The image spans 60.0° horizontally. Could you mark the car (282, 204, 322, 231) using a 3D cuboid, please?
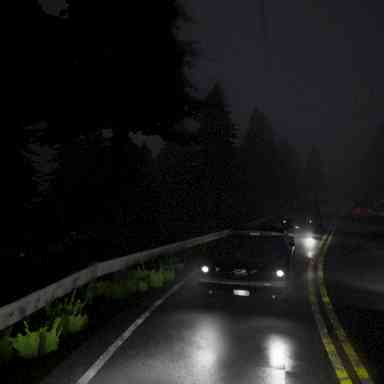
[{"bbox_3d":[6.733,1.461,20.062,2.033,1.411,5.357,-2,0,26],"label":"car"}]

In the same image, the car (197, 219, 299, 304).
[{"bbox_3d":[1.620,1.599,8.435,1.895,1.301,4.718,-1,0,18],"label":"car"}]

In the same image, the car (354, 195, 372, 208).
[{"bbox_3d":[20.744,1.059,40.204,2.128,1.511,4.902,-2,0,28],"label":"car"}]
